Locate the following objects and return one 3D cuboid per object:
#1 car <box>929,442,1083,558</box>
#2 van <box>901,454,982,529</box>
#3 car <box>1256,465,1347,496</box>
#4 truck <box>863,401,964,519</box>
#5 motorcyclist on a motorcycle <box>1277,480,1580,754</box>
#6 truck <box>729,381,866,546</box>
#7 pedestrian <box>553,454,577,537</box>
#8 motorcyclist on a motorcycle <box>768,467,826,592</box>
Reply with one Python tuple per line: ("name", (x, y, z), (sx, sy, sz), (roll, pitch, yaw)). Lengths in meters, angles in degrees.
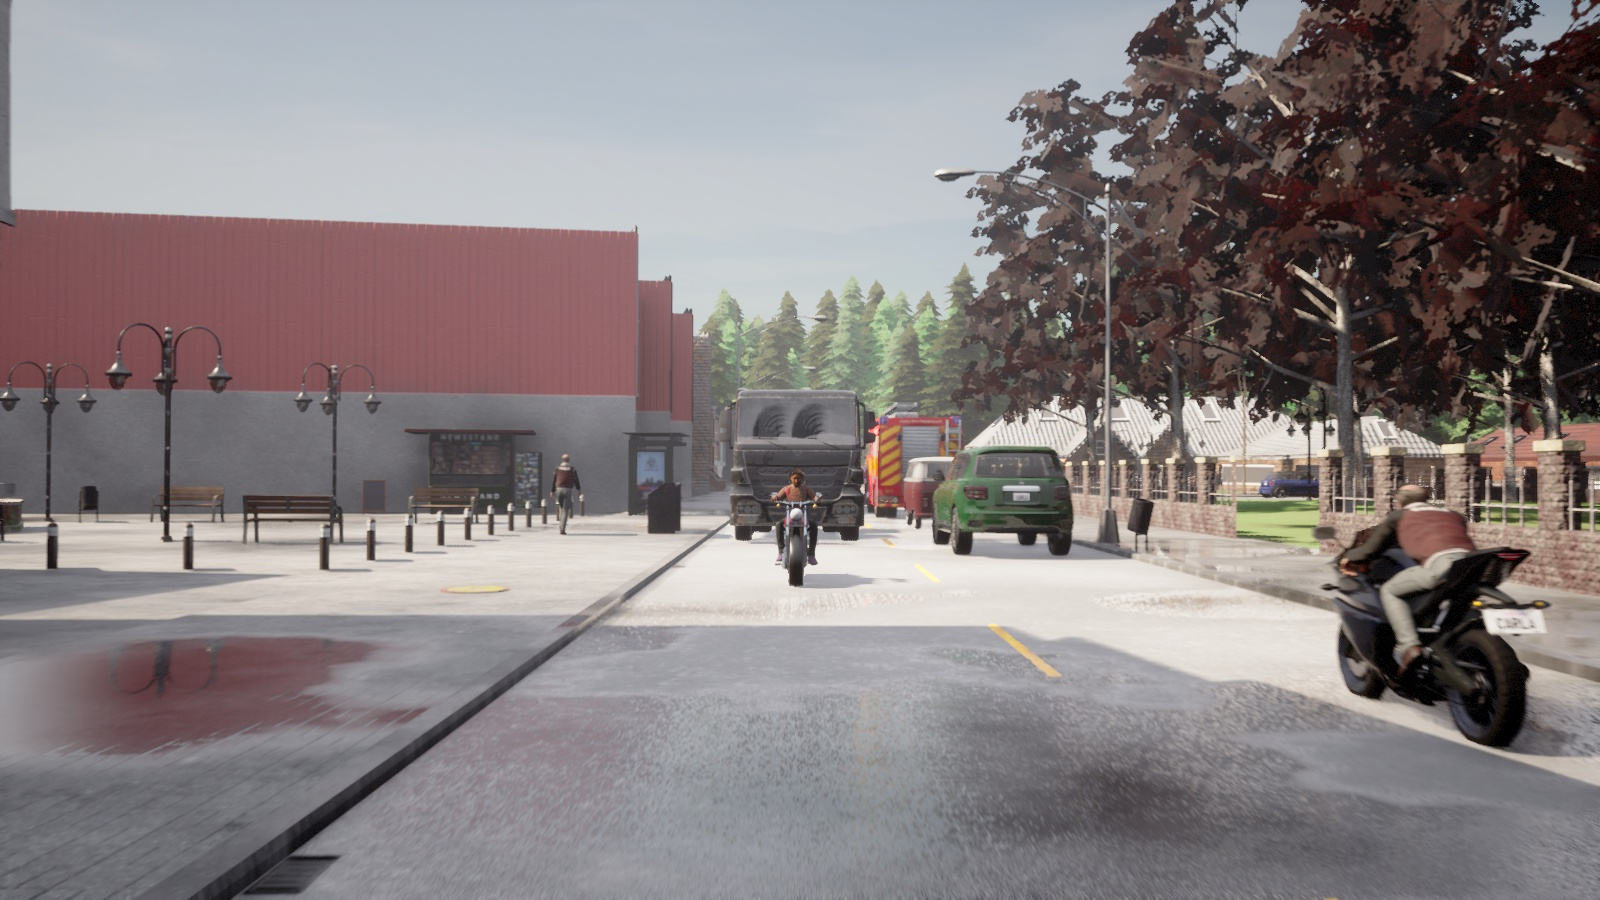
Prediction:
("car", (3.951, 0.938, 25.130), (2.150, 2.045, 5.566), (0, -1, 0))
("van", (3.939, 1.148, 35.604), (1.775, 1.987, 4.442), (0, -1, 0))
("car", (29.944, 1.810, 75.088), (4.553, 1.767, 2.097), (0, -1, -2))
("truck", (3.927, 0.392, 45.249), (2.891, 3.827, 8.468), (0, -1, 0))
("motorcyclist on a motorcycle", (3.980, 0.971, 8.221), (0.866, 1.530, 2.191), (0, -1, 0))
("truck", (-0.059, 0.342, 30.418), (2.891, 3.462, 7.936), (0, -1, 0))
("pedestrian", (-5.282, 1.019, 28.261), (0.376, 1.854, 0.720), (0, -1, 2))
("motorcyclist on a motorcycle", (-0.041, 1.062, 17.753), (0.766, 1.649, 2.350), (0, -1, 0))
